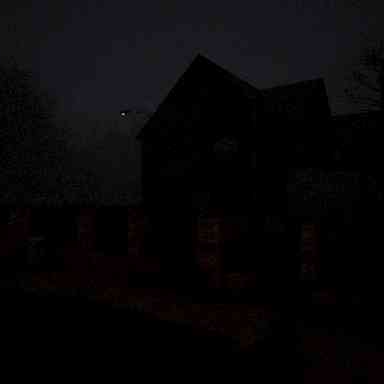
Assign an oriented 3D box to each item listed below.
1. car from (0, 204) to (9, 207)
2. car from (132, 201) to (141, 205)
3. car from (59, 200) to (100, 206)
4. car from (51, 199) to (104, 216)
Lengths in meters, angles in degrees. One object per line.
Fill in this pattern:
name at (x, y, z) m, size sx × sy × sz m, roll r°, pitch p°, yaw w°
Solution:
car at (-15.563, 1.648, 24.069) m, size 1.895 × 1.301 × 4.718 m, roll 0°, pitch 0°, yaw 35°
car at (-4.426, 1.615, 39.798) m, size 1.837 × 1.490 × 4.892 m, roll 0°, pitch 0°, yaw 35°
car at (-10.486, 1.641, 31.257) m, size 1.994 × 1.385 × 4.181 m, roll 0°, pitch 0°, yaw 35°
car at (-11.897, 1.580, 34.880) m, size 2.128 × 1.511 × 4.902 m, roll 0°, pitch 0°, yaw 35°
